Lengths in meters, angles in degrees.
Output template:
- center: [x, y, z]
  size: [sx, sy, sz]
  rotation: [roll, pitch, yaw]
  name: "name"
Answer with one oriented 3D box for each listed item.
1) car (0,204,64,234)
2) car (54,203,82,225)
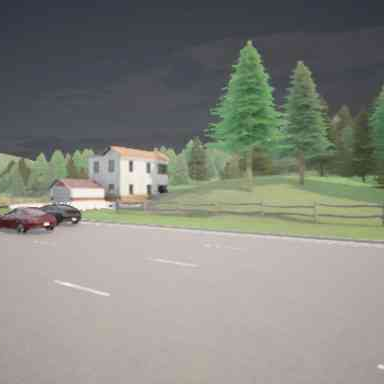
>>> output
- center: [-9.872, 1.603, 19.620]
  size: [4.674, 1.442, 1.812]
  rotation: [0, 0, 35]
  name: "car"
- center: [-9.987, 1.594, 24.000]
  size: [4.892, 1.490, 1.837]
  rotation: [0, 0, 35]
  name: "car"
